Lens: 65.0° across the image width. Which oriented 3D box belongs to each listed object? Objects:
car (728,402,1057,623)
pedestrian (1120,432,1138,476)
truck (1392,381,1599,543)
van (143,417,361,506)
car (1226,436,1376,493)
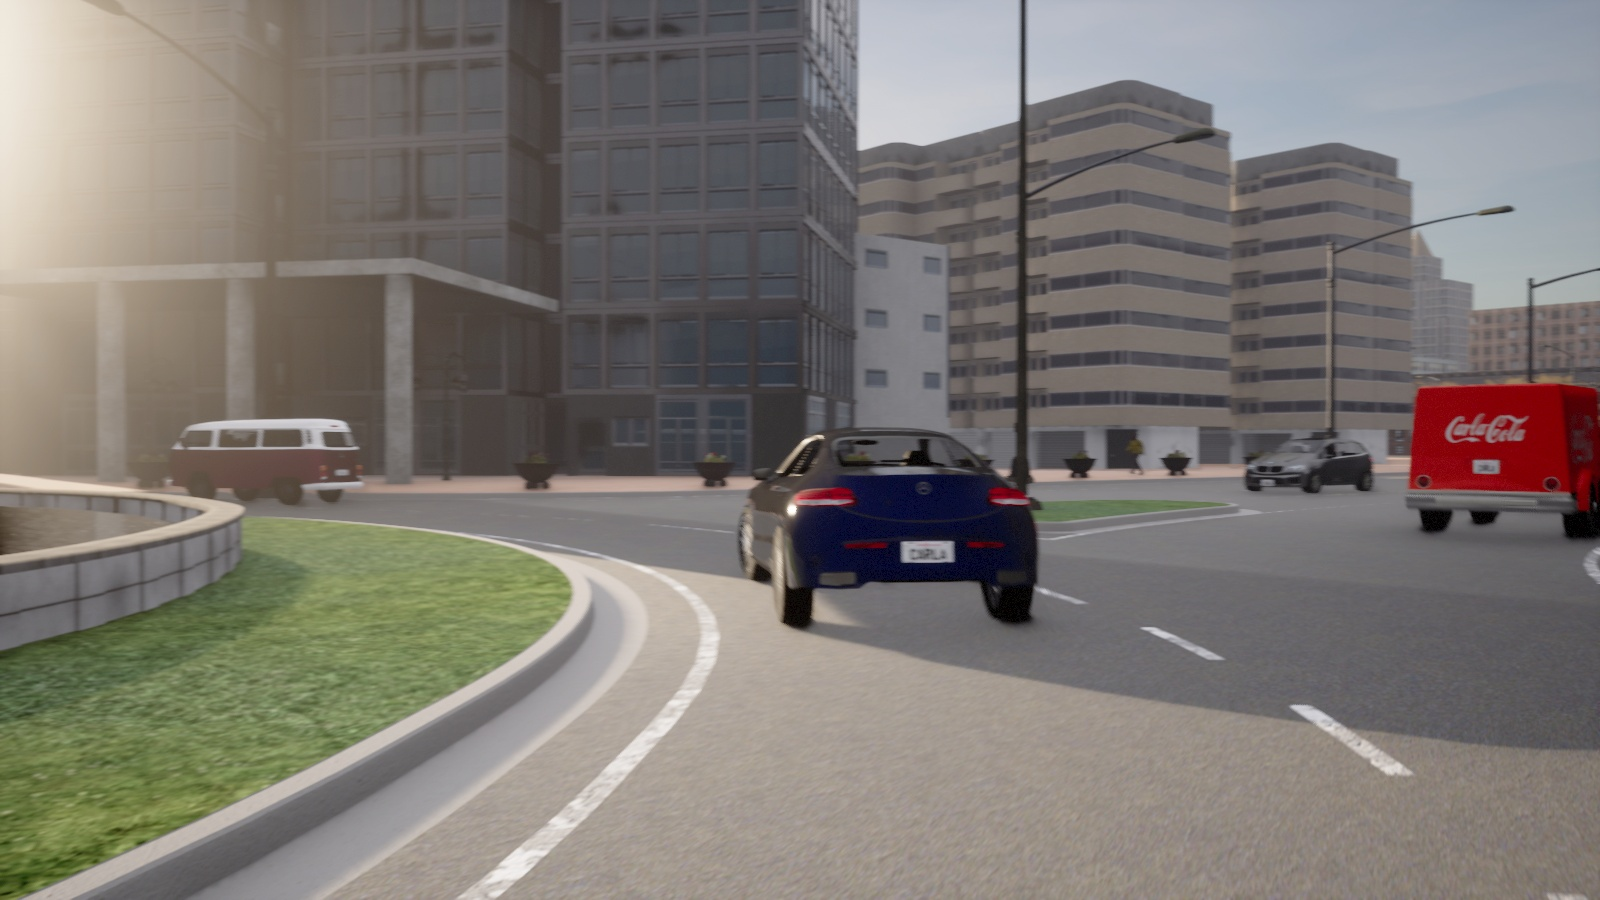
[{"bbox_3d":[0.577,0.455,12.026,2.152,1.651,5.027,0,0,-8],"label":"car"},{"bbox_3d":[13.908,0.161,53.067,0.726,1.835,0.370,0,0,-37],"label":"pedestrian"},{"bbox_3d":[12.482,0.169,21.872,2.627,2.467,5.204,0,0,41],"label":"truck"},{"bbox_3d":[-13.143,0.248,30.196,4.480,2.038,2.069,0,0,16],"label":"van"},{"bbox_3d":[15.445,0.410,38.659,4.611,1.667,2.242,0,0,-38],"label":"car"}]
